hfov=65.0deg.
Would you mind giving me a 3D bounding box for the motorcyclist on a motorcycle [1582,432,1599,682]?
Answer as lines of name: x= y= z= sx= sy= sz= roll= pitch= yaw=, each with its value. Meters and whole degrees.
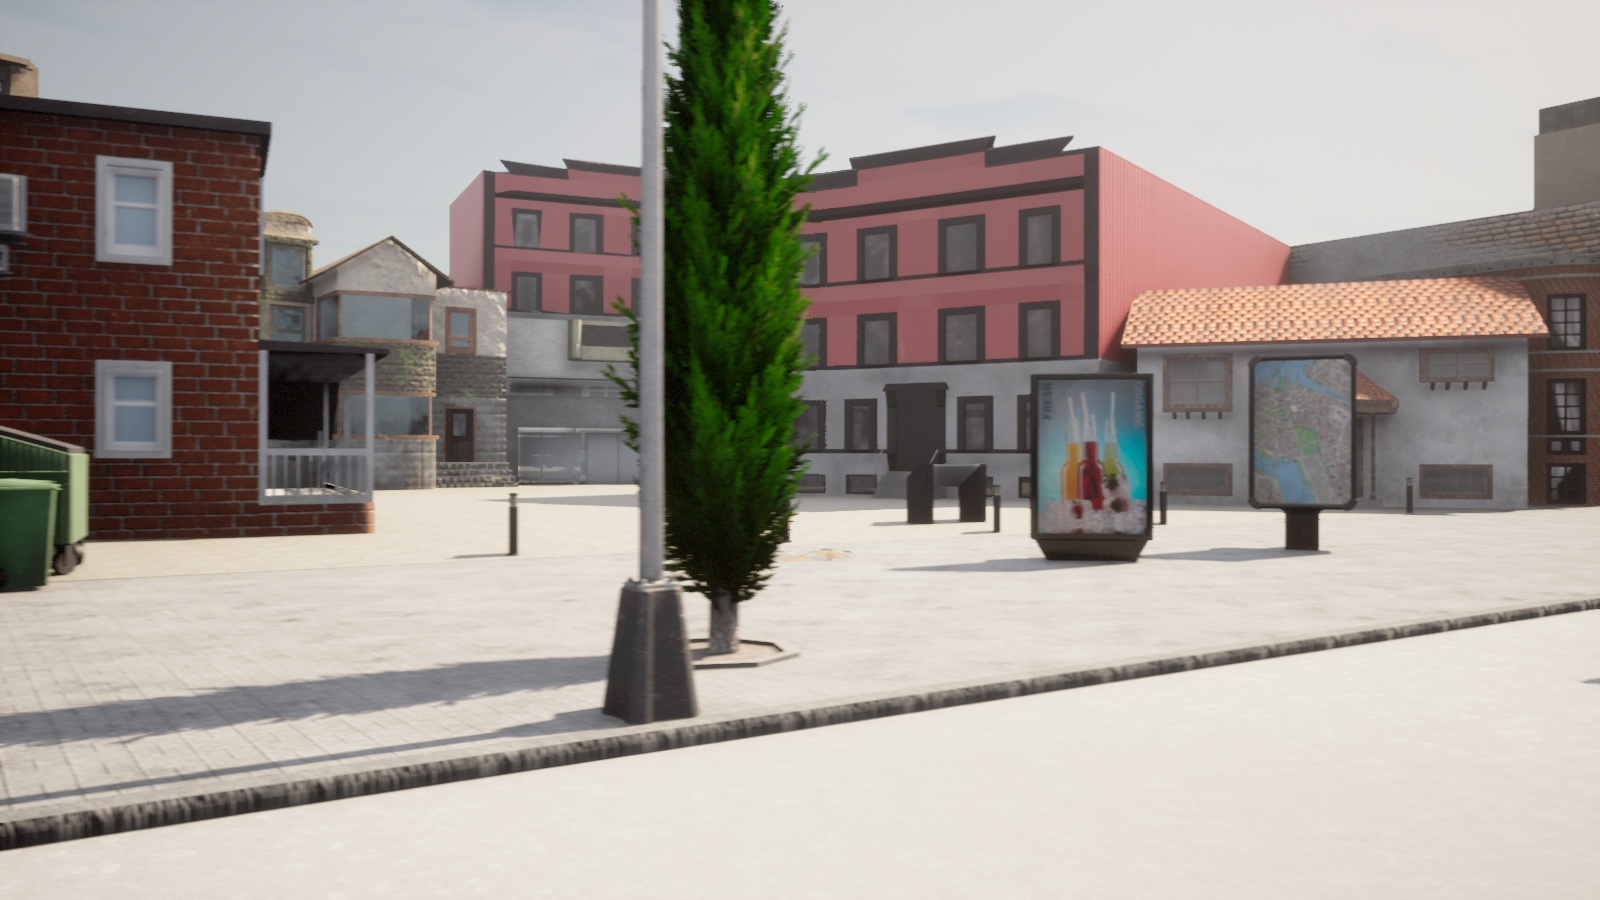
motorcyclist on a motorcycle: x=6.399 y=0.703 z=8.723 sx=2.350 sy=1.649 sz=0.766 roll=0 pitch=0 yaw=-35
